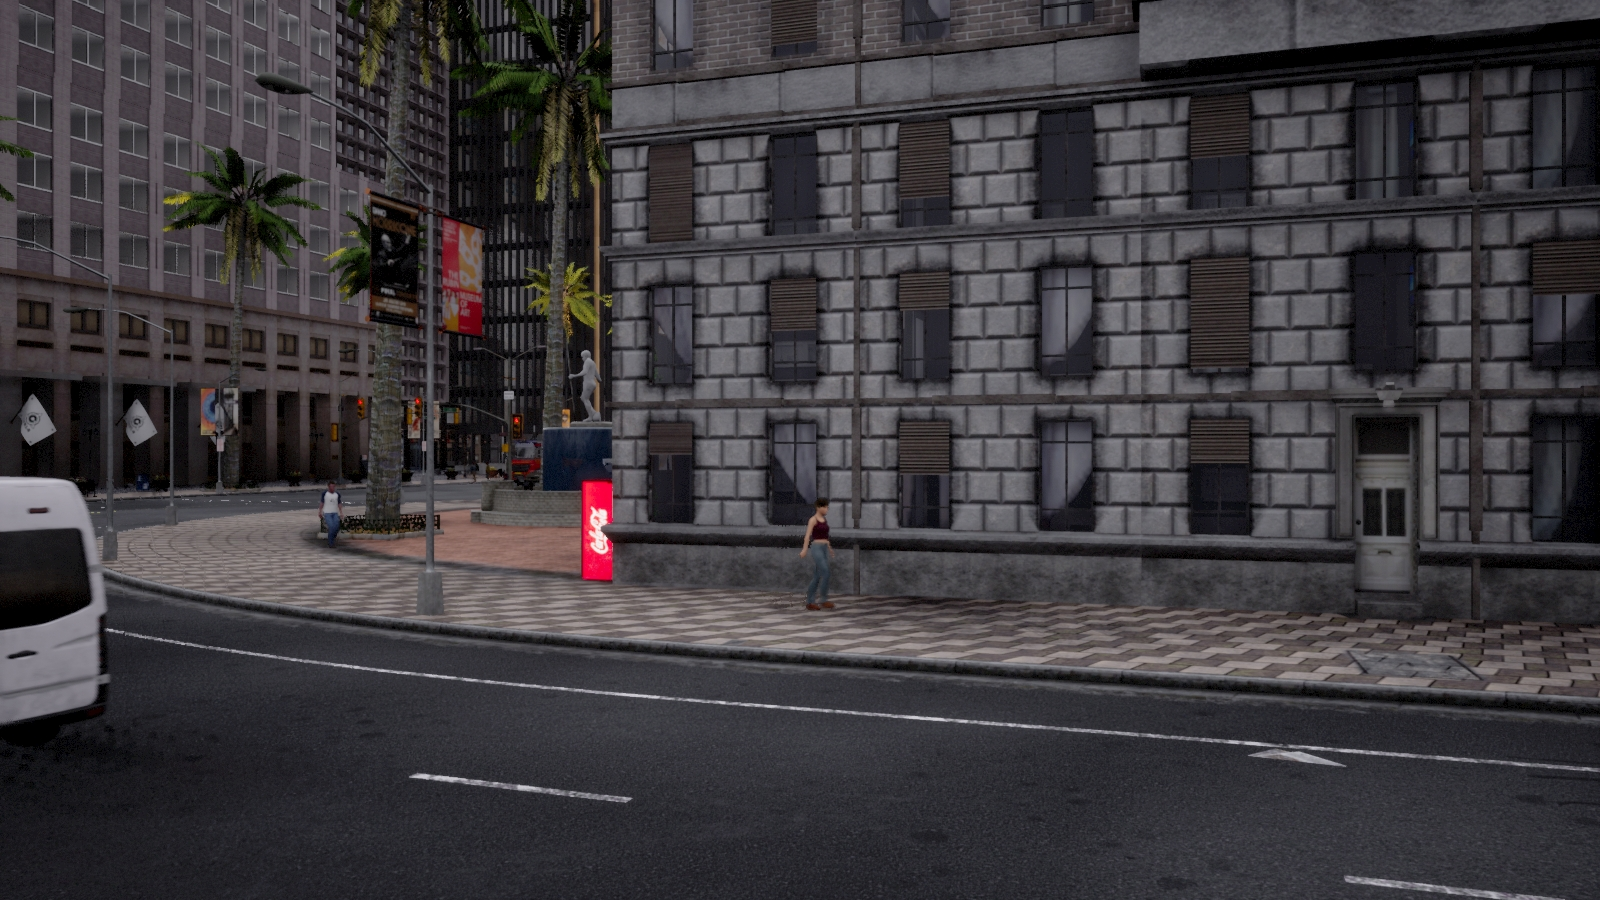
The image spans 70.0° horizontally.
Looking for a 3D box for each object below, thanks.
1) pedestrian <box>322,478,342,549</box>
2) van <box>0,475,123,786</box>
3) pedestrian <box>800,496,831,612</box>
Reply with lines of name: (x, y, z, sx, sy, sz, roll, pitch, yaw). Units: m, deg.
pedestrian: (-12.537, 1.696, 30.615, 0.375, 1.860, 0.375, 0, 0, -43)
van: (-9.292, 1.534, 10.986, 5.915, 2.561, 1.988, 0, 0, 28)
pedestrian: (0.256, 1.696, 18.766, 0.375, 1.860, 0.375, 0, 0, 34)
